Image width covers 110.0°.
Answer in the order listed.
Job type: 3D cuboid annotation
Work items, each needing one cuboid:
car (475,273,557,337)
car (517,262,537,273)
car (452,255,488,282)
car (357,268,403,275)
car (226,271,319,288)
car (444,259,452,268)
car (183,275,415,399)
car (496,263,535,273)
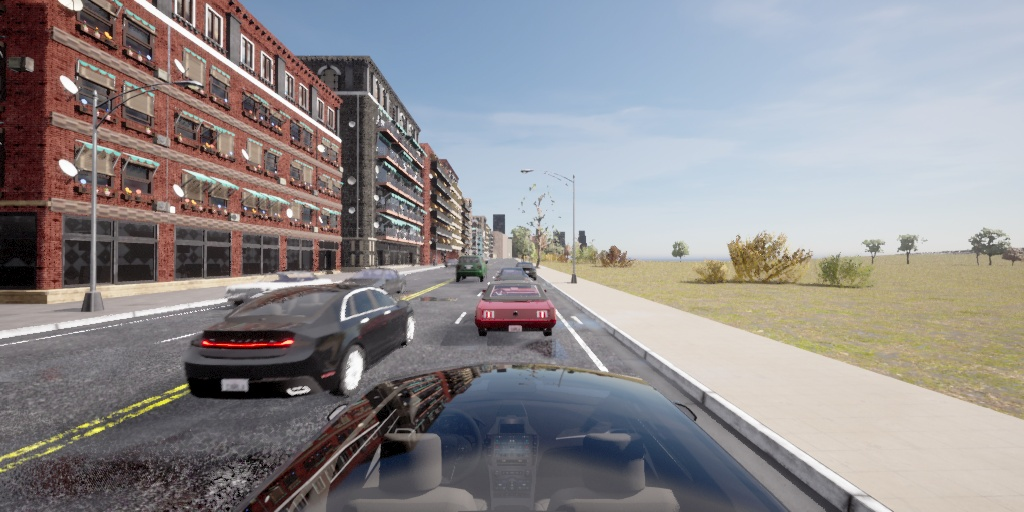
[{"bbox_3d":[0.076,1.352,10.322,1.895,1.301,4.718,0,0,0],"label":"car"},{"bbox_3d":[1.054,1.259,30.347,1.837,1.490,4.892,0,0,0],"label":"car"},{"bbox_3d":[-3.231,0.975,29.430,2.150,2.045,5.566,0,0,0],"label":"car"},{"bbox_3d":[-6.647,1.300,17.492,2.033,1.411,5.357,0,0,0],"label":"car"},{"bbox_3d":[-9.891,1.353,15.607,1.895,1.301,4.718,0,0,0],"label":"car"},{"bbox_3d":[-9.996,1.244,59.360,2.128,1.511,4.902,0,0,0],"label":"car"},{"bbox_3d":[-3.166,1.253,6.511,1.837,1.490,4.892,0,-1,0],"label":"car"},{"bbox_3d":[0.037,1.317,20.353,1.994,1.385,4.181,0,0,0],"label":"car"}]
